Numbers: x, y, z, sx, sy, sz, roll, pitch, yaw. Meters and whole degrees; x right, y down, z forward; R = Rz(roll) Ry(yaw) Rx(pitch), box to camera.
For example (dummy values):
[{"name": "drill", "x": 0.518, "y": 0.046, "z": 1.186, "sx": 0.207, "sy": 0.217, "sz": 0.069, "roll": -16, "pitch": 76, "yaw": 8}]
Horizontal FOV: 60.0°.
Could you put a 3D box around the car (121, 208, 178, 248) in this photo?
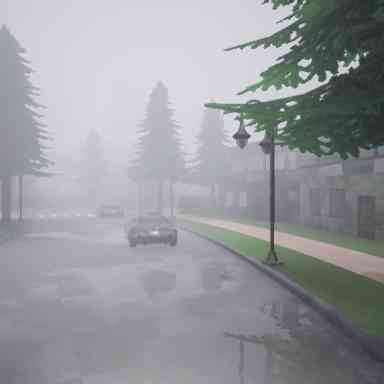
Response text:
[{"name": "car", "x": -1.937, "y": 1.571, "z": 14.957, "sx": 1.994, "sy": 1.385, "sz": 4.181, "roll": 0, "pitch": 0, "yaw": -14}]

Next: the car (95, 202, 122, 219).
[{"name": "car", "x": -7.272, "y": 1.571, "z": 29.240, "sx": 1.994, "sy": 1.385, "sz": 4.181, "roll": 0, "pitch": 0, "yaw": -23}]
